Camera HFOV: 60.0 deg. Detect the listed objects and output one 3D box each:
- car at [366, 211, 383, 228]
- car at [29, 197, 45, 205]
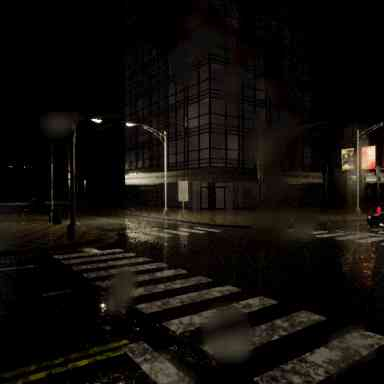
[{"bbox_3d":[12.960,1.606,20.811,4.718,1.301,1.895,0,0,-35],"label":"car"},{"bbox_3d":[-28.658,1.691,61.469,2.033,1.411,5.357,0,0,-36],"label":"car"}]
